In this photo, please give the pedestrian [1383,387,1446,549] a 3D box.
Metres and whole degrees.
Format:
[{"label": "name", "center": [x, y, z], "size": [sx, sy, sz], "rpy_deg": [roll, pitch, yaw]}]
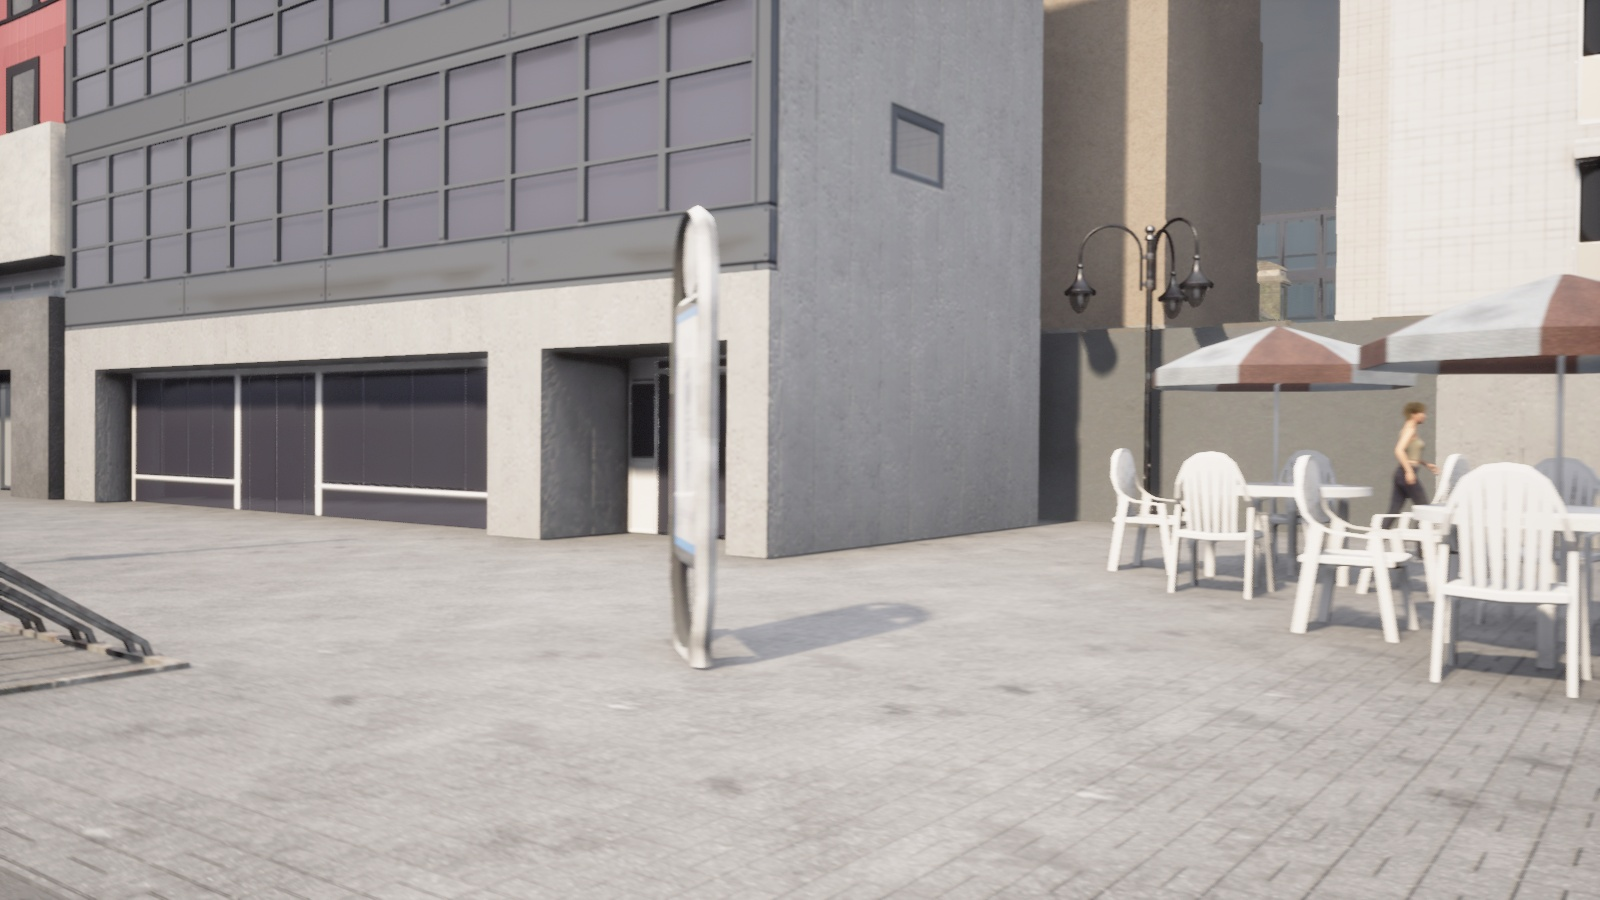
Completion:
[{"label": "pedestrian", "center": [7.074, 0.208, 14.468], "size": [0.594, 1.836, 0.345], "rpy_deg": [0, 1, 14]}]
